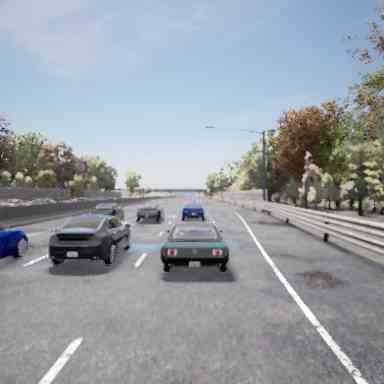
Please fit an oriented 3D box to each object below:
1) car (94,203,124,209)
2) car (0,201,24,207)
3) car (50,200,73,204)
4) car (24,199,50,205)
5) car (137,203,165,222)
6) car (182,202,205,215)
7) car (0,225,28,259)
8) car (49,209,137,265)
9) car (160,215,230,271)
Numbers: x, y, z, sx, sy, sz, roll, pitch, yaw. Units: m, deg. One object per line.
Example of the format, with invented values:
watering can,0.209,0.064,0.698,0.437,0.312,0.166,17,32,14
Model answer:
car,-6.904,1.643,27.744,2.128,1.511,4.902,0,0,0
car,-24.559,1.861,45.368,1.895,1.301,4.718,0,0,0
car,-17.559,1.832,46.455,1.994,1.385,4.181,0,0,0
car,-21.055,1.775,46.567,1.837,1.490,4.892,0,-1,0
car,-3.404,1.643,27.738,2.128,1.511,4.902,0,0,0
car,0.100,1.638,29.340,1.882,1.535,5.008,0,0,0
car,-6.919,1.532,10.123,1.882,1.535,5.008,0,0,0
car,-3.411,1.567,11.933,1.837,1.490,4.892,0,-1,0
car,0.087,1.660,11.133,1.895,1.301,4.718,0,0,0
